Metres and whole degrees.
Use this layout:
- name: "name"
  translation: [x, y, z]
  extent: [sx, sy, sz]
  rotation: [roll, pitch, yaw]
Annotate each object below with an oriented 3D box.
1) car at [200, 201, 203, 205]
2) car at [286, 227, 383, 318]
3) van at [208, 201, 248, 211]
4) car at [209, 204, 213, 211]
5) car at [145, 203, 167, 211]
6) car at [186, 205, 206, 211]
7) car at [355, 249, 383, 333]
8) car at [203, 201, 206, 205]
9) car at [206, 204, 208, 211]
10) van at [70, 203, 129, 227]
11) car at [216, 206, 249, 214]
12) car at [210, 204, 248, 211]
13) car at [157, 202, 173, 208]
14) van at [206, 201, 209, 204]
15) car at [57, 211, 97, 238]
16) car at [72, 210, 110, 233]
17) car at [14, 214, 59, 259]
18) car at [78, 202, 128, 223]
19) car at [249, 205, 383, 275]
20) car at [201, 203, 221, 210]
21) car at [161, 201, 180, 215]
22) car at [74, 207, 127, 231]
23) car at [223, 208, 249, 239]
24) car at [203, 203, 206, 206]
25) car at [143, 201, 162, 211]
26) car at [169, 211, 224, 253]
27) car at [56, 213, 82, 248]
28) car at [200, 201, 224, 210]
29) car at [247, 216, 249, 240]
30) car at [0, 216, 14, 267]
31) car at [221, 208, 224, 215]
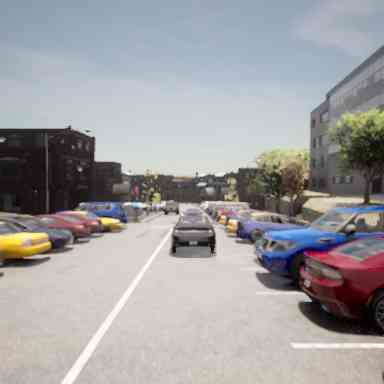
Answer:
- name: "car"
  translation: [4.666, 2.709, 59.333]
  extent: [5.566, 2.045, 2.435]
  rotation: [0, -2, 0]
- name: "car"
  translation: [4.648, 1.570, 6.323]
  extent: [5.008, 1.535, 2.097]
  rotation: [0, -2, 0]
- name: "van"
  translation: [4.526, 2.221, 39.782]
  extent: [4.442, 1.987, 1.878]
  rotation: [0, -2, 0]
- name: "car"
  translation: [4.649, 2.374, 36.984]
  extent: [4.892, 1.521, 2.231]
  rotation: [0, -2, 0]
- name: "car"
  translation: [-7.662, 3.156, 71.566]
  extent: [4.553, 1.767, 2.185]
  rotation: [0, -2, 0]
- name: "car"
  translation: [0.067, 2.266, 31.195]
  extent: [1.812, 1.442, 4.674]
  rotation: [0, -2, 0]
- name: "car"
  translation: [4.679, 1.546, 3.491]
  extent: [4.792, 1.488, 2.163]
  rotation: [0, -1, 0]
- name: "car"
  translation: [4.608, 2.762, 56.535]
  extent: [4.553, 1.767, 2.185]
  rotation: [0, -2, 0]
- name: "car"
  translation: [4.637, 2.523, 42.694]
  extent: [5.008, 1.535, 2.097]
  rotation: [0, -2, 0]
- name: "van"
  translation: [-7.802, 1.918, 28.330]
  extent: [4.442, 1.987, 1.878]
  rotation: [0, -2, 0]
- name: "car"
  translation: [4.830, 2.076, 25.813]
  extent: [5.366, 1.575, 1.946]
  rotation: [0, -2, 0]
- name: "car"
  translation: [4.637, 2.300, 34.191]
  extent: [4.892, 1.521, 2.231]
  rotation: [0, -2, 0]
- name: "car"
  translation: [-7.667, 3.773, 95.193]
  extent: [4.553, 1.767, 2.185]
  rotation: [0, -1, 0]
- name: "van"
  translation: [4.757, 2.514, 50.953]
  extent: [4.442, 1.987, 1.878]
  rotation: [0, -2, 0]
- name: "car"
  translation: [-7.680, 1.893, 17.286]
  extent: [4.674, 1.452, 2.002]
  rotation: [0, -1, 0]
- name: "car"
  translation: [-7.681, 1.963, 19.953]
  extent: [4.674, 1.452, 2.002]
  rotation: [0, -2, 0]
- name: "car"
  translation: [-7.868, 1.703, 11.708]
  extent: [5.366, 1.575, 1.946]
  rotation: [0, -2, 0]
- name: "car"
  translation: [-7.713, 1.819, 25.540]
  extent: [5.566, 2.045, 2.435]
  rotation: [0, -1, 0]
- name: "car"
  translation: [4.620, 1.387, 9.063]
  extent: [5.566, 2.045, 2.435]
  rotation: [0, -2, 0]
- name: "car"
  translation: [4.629, 3.548, 81.667]
  extent: [5.008, 1.535, 2.097]
  rotation: [0, -1, 0]
- name: "car"
  translation: [-3.088, 2.501, 51.717]
  extent: [2.150, 2.045, 5.566]
  rotation: [0, -2, 0]
- name: "car"
  translation: [-7.499, 1.997, 22.869]
  extent: [5.366, 1.575, 1.946]
  rotation: [0, -2, 0]
- name: "car"
  translation: [4.832, 1.929, 20.228]
  extent: [5.366, 1.575, 1.946]
  rotation: [0, -2, 0]
- name: "car"
  translation: [4.668, 2.843, 53.741]
  extent: [4.792, 1.488, 2.163]
  rotation: [0, -2, 0]
- name: "car"
  translation: [-7.721, 2.956, 68.757]
  extent: [5.566, 2.045, 2.435]
  rotation: [0, -2, 0]
- name: "car"
  translation: [0.068, 1.812, 15.253]
  extent: [2.128, 1.511, 4.902]
  rotation: [0, -2, 0]
- name: "car"
  translation: [-7.654, 1.809, 14.498]
  extent: [4.792, 1.488, 2.163]
  rotation: [0, -2, 0]
- name: "car"
  translation: [4.607, 3.224, 78.880]
  extent: [5.566, 2.045, 2.435]
  rotation: [0, -2, 0]
- name: "car"
  translation: [4.619, 1.741, 11.849]
  extent: [4.792, 1.488, 2.163]
  rotation: [0, -2, 0]
- name: "car"
  translation: [-7.650, 1.504, 8.794]
  extent: [4.553, 1.767, 2.185]
  rotation: [0, -1, 0]
- name: "car"
  translation: [4.674, 2.035, 23.020]
  extent: [4.792, 1.488, 2.163]
  rotation: [0, -1, 0]
